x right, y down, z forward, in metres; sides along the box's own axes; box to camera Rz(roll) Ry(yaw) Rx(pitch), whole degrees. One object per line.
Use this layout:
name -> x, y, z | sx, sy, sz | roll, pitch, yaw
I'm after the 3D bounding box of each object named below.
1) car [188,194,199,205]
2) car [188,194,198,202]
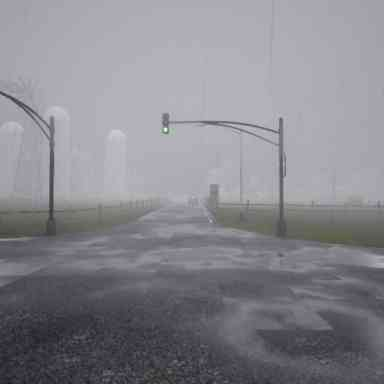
car -> 0.217, 1.523, 59.860 | 2.128, 1.511, 4.902 | 0, 0, 0
car -> 0.263, 1.230, 70.253 | 2.097, 1.767, 4.553 | 0, 0, 0
